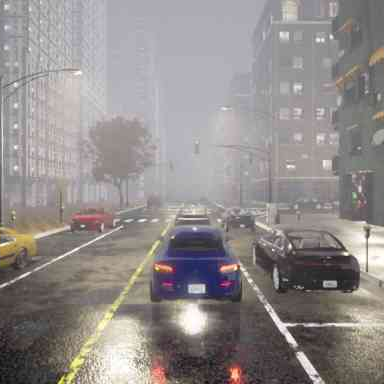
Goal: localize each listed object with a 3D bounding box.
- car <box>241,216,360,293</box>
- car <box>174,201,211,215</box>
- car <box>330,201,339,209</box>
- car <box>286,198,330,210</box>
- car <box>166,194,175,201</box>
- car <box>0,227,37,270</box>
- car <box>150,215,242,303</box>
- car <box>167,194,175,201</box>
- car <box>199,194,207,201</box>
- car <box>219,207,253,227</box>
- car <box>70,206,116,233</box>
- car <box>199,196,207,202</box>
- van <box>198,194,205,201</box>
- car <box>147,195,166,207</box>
[{"bbox_3d":[2.672,1.552,8.630,2.008,1.369,4.403,0,0,0],"label":"car"},{"bbox_3d":[0.038,1.495,18.211,2.128,1.511,4.902,0,0,0],"label":"car"},{"bbox_3d":[18.733,1.259,39.195,4.829,1.417,1.752,-1,1,-1],"label":"car"},{"bbox_3d":[13.336,1.359,39.128,4.403,1.369,2.008,-1,1,-1],"label":"car"},{"bbox_3d":[-5.904,1.409,90.724,2.192,1.841,5.009,0,0,0],"label":"car"},{"bbox_3d":[-5.708,1.526,8.441,1.752,1.417,4.829,0,0,0],"label":"car"},{"bbox_3d":[0.074,1.526,8.108,1.812,1.442,4.674,0,0,0],"label":"car"},{"bbox_3d":[-5.890,1.649,85.202,1.947,1.339,4.313,0,0,0],"label":"car"},{"bbox_3d":[2.517,1.629,74.175,1.947,1.339,4.313,0,0,0],"label":"car"},{"bbox_3d":[2.645,1.555,19.696,2.008,1.369,4.403,0,0,0],"label":"car"},{"bbox_3d":[-5.735,1.549,19.677,1.887,1.381,4.507,0,0,0],"label":"car"},{"bbox_3d":[2.503,1.598,79.868,1.752,1.417,4.829,0,0,0],"label":"car"},{"bbox_3d":[2.490,1.424,85.222,1.690,1.788,3.998,0,0,0],"label":"van"},{"bbox_3d":[-5.812,1.349,52.065,2.192,1.841,5.009,0,0,0],"label":"car"}]
